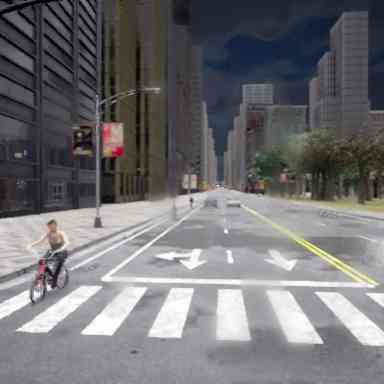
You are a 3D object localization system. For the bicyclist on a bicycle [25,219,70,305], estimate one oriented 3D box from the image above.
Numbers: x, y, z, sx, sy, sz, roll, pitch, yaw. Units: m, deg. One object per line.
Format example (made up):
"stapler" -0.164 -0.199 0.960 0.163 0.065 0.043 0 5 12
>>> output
"bicyclist on a bicycle" -2.958 1.383 6.974 0.866 1.612 1.509 0 0 5

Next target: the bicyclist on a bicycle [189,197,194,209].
"bicyclist on a bicycle" -0.071 1.392 41.765 0.582 1.620 1.656 0 0 5

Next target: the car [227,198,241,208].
"car" 5.974 1.549 48.047 1.895 1.301 4.718 0 0 5

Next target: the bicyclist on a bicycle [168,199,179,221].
"bicyclist on a bicycle" -1.377 1.363 25.255 0.866 1.612 1.509 0 0 5

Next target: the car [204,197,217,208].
"car" 2.738 1.492 48.348 2.033 1.411 5.357 0 0 5
